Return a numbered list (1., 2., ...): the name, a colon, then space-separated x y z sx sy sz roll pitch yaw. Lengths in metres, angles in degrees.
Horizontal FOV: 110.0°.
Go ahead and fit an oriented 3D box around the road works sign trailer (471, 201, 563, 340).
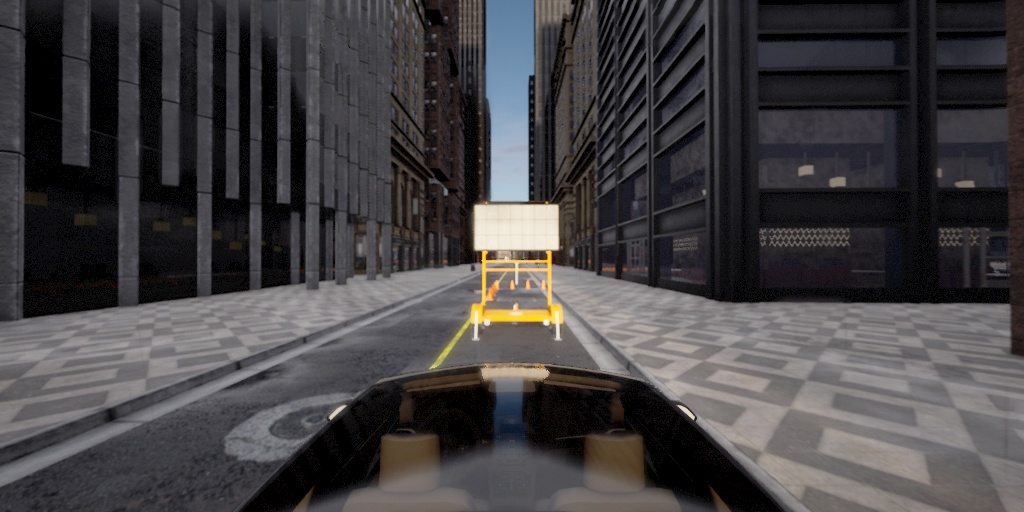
1. road works sign trailer: 0.137 0.266 10.123 2.380 3.560 2.880 0 0 1
